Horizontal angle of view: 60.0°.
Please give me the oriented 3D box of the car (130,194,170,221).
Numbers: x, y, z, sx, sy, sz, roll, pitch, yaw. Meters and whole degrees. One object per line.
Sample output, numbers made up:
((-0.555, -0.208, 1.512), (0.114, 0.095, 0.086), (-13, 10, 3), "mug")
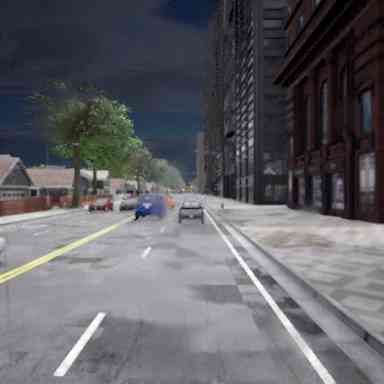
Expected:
((-3.293, 1.170, 27.212), (2.150, 2.045, 5.566), (0, 1, 0), "car")

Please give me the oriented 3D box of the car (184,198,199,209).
((-0.126, 1.496, 44.424), (1.895, 1.301, 4.718), (0, 0, 0), "car")

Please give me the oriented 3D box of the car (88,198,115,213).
((-9.940, 1.427, 36.756), (1.882, 1.535, 5.008), (0, 0, 0), "car")

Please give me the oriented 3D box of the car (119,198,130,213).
((-6.690, 1.414, 36.753), (1.882, 1.535, 5.008), (0, 0, 0), "car")

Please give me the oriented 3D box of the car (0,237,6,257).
((-6.624, 1.606, 7.963), (1.895, 1.301, 4.718), (0, 0, 0), "car")

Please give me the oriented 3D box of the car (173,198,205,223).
((-0.039, 1.431, 24.833), (2.128, 1.511, 4.902), (0, 0, 0), "car")

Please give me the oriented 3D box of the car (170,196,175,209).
((-3.380, 1.258, 44.696), (2.097, 1.767, 4.553), (0, 0, 0), "car")
